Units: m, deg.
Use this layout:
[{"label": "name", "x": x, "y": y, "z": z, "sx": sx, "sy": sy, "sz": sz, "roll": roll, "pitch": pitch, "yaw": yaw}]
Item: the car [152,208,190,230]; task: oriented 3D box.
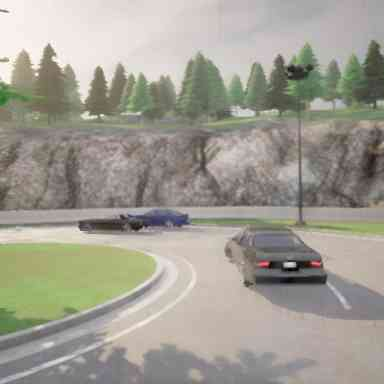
[{"label": "car", "x": -2.595, "y": 2.026, "z": 25.447, "sx": 5.008, "sy": 1.535, "sz": 1.882, "roll": -1, "pitch": -2, "yaw": 21}]

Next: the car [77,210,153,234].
[{"label": "car", "x": -5.393, "y": 2.132, "z": 22.855, "sx": 4.718, "sy": 1.301, "sz": 1.895, "roll": -1, "pitch": -1, "yaw": 13}]

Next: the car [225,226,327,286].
[{"label": "car", "x": 2.180, "y": 1.727, "z": 9.935, "sx": 2.033, "sy": 1.411, "sz": 5.357, "roll": -1, "pitch": -1, "yaw": 0}]
